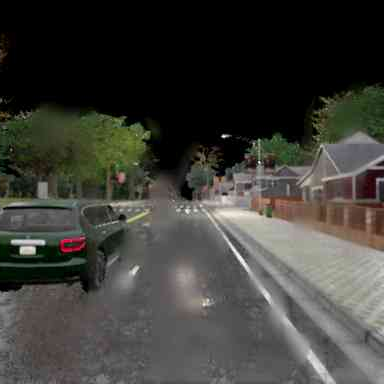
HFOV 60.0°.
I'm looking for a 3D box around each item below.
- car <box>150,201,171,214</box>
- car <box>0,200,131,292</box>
[{"bbox_3d":[-3.158,1.590,34.453,1.895,1.301,4.718,0,0,0],"label":"car"},{"bbox_3d":[-3.152,1.208,9.061,2.150,2.045,5.566,0,0,0],"label":"car"}]
